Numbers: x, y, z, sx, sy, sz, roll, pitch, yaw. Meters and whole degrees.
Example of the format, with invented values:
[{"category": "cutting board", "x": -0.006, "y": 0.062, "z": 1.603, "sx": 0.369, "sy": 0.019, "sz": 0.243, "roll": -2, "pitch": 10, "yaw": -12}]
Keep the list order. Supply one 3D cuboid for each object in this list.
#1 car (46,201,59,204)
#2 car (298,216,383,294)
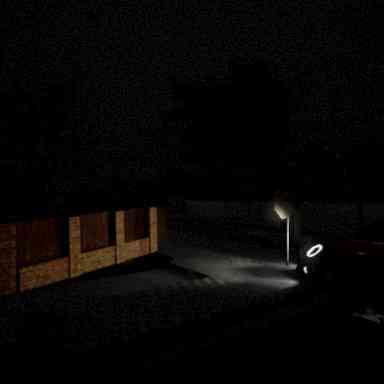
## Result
[{"category": "car", "x": -19.535, "y": 2.071, "z": 46.940, "sx": 1.882, "sy": 1.535, "sz": 5.008, "roll": 1, "pitch": -2, "yaw": -42}, {"category": "car", "x": 4.839, "y": 1.332, "z": 7.737, "sx": 4.553, "sy": 1.767, "sz": 2.097, "roll": -1, "pitch": 0, "yaw": 20}]
